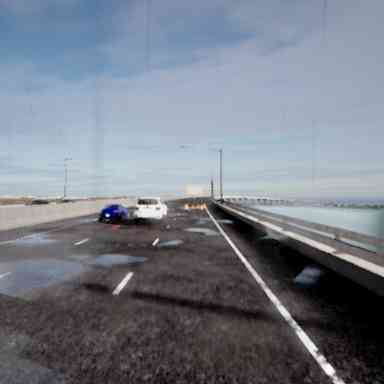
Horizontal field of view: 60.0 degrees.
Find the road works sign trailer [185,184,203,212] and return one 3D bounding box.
[{"bbox_3d":[0.352,0.779,44.795,2.380,3.560,2.880,0,0,1],"label":"road works sign trailer"}]

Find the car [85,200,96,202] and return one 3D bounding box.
[{"bbox_3d":[-16.985,1.956,55.904,1.994,1.385,4.181,0,0,2],"label":"car"}]

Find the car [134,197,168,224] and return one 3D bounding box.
[{"bbox_3d":[-3.268,1.414,27.036,2.150,2.045,5.566,0,0,1],"label":"car"}]

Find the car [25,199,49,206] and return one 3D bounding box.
[{"bbox_3d":[-24.078,1.843,51.918,1.882,1.535,5.008,0,0,2],"label":"car"}]

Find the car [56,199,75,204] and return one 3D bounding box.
[{"bbox_3d":[-20.522,1.884,54.234,1.837,1.490,4.892,0,0,2],"label":"car"}]

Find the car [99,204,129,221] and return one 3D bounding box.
[{"bbox_3d":[-6.747,1.731,28.966,1.812,1.442,4.674,0,0,1],"label":"car"}]
